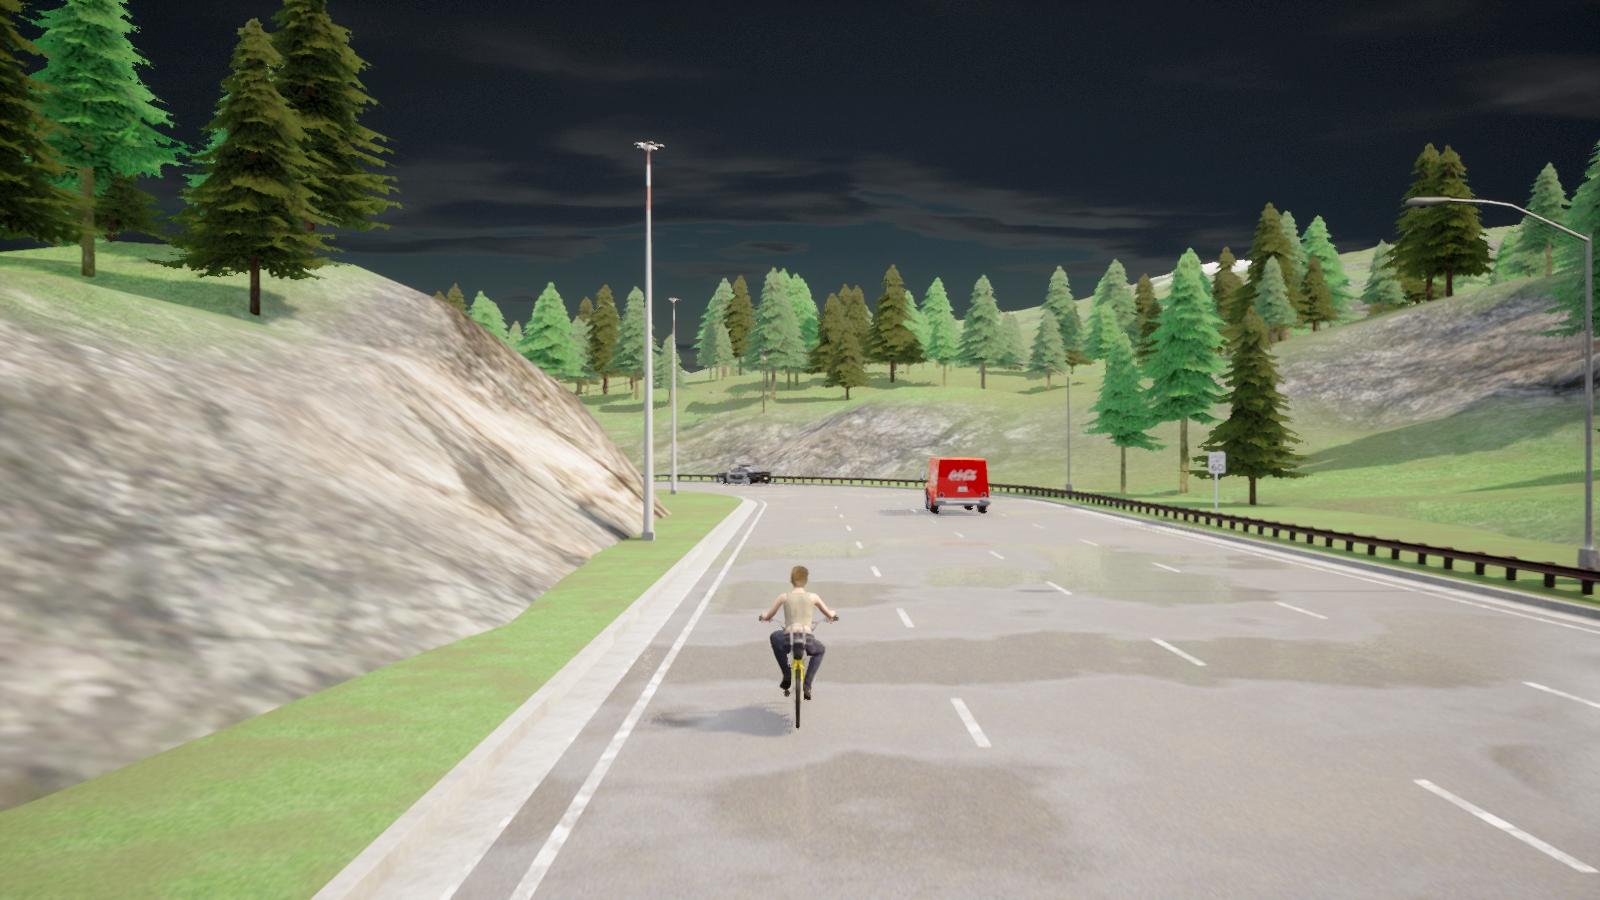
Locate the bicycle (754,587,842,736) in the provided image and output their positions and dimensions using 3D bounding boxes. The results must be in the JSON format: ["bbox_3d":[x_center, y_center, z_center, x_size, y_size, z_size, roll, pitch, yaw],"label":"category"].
[{"bbox_3d":[-0.014,2.158,11.933,0.859,1.276,1.487,0,0,0],"label":"bicycle"}]

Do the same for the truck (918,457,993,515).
[{"bbox_3d":[6.954,1.571,51.727,2.627,2.467,5.204,0,0,-1],"label":"truck"}]
